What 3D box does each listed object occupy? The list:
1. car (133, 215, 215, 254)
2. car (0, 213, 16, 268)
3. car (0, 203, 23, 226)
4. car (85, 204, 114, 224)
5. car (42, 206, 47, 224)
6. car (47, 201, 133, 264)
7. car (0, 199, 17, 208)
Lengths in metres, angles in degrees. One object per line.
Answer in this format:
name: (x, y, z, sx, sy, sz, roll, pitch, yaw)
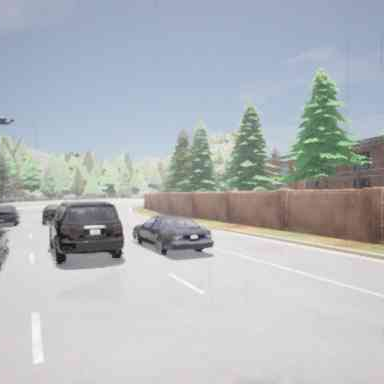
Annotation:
car: (-1.015, 1.691, 14.268, 2.033, 1.411, 5.357, 0, -1, -26)
car: (-7.297, 1.657, 11.181, 2.033, 1.411, 5.357, 0, -1, -26)
car: (-14.289, 1.756, 25.553, 1.837, 1.490, 4.892, 0, 0, -24)
car: (-8.164, 1.812, 29.014, 1.812, 1.442, 4.674, 0, 0, -24)
car: (-11.443, 1.750, 27.794, 1.882, 1.535, 5.008, 0, 0, -24)
car: (-4.186, 1.352, 12.791, 2.150, 2.045, 5.566, 0, 0, -26)
car: (-33.744, 2.082, 60.147, 1.837, 1.490, 4.892, 0, 0, -3)
